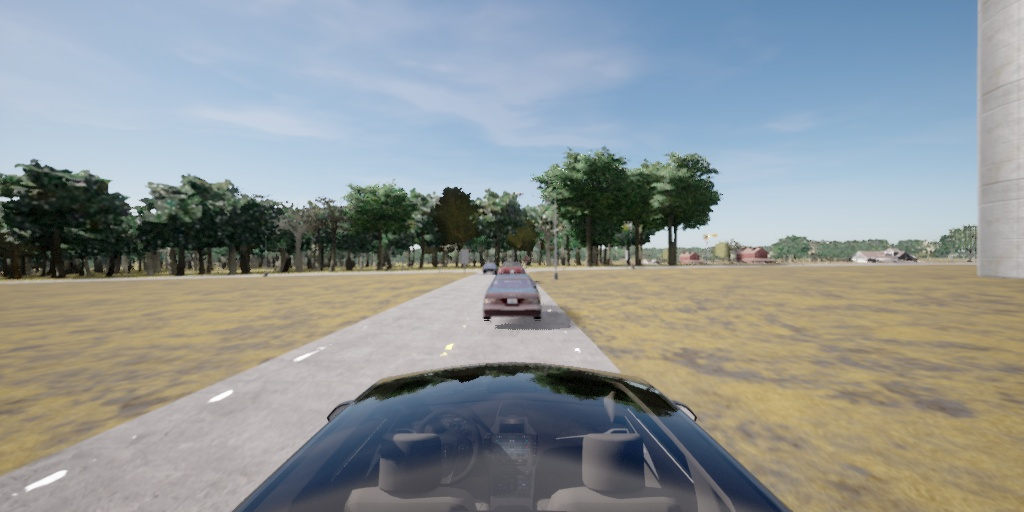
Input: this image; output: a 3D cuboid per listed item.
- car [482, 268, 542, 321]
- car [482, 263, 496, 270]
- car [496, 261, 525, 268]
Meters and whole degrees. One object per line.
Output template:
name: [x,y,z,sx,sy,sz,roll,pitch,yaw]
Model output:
car: [0.019,1.306,12.486,2.033,1.411,5.357,0,0,0]
car: [-2.784,1.573,46.696,2.033,1.411,5.357,0,-1,0]
car: [0.035,1.202,29.590,2.097,1.767,4.553,0,-1,0]
